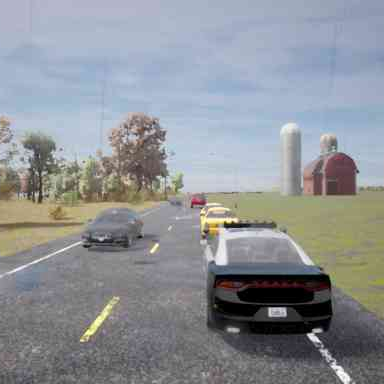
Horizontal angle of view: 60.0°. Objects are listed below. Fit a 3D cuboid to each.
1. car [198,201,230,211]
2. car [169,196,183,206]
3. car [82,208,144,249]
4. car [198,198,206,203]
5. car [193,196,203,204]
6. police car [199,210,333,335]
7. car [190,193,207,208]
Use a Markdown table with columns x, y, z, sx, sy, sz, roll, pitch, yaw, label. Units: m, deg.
| x | y | z | sx | sy | sz | roll | pitch | yaw | label |
| --- | --- | --- | --- | --- | --- | --- | --- | --- | --- |
| 1.376 | 1.455 | 17.174 | 1.801 | 1.575 | 5.366 | 0 | 0 | 1 | car |
| -2.622 | 1.485 | 54.625 | 1.837 | 1.490 | 4.892 | 0 | 0 | 1 | car |
| -3.316 | 1.504 | 14.699 | 1.837 | 1.490 | 4.892 | 0 | 0 | 1 | car |
| 1.479 | 1.453 | 23.174 | 1.801 | 1.575 | 5.366 | 0 | 0 | 1 | car |
| 1.134 | 1.479 | 64.168 | 1.837 | 1.490 | 4.892 | 0 | 0 | 1 | car |
| 1.203 | 1.425 | 7.095 | 1.930 | 1.638 | 5.238 | 0 | 0 | 1 | police car |
| 0.906 | 1.208 | 47.273 | 2.150 | 2.045 | 5.566 | 0 | 0 | 0 | car |
